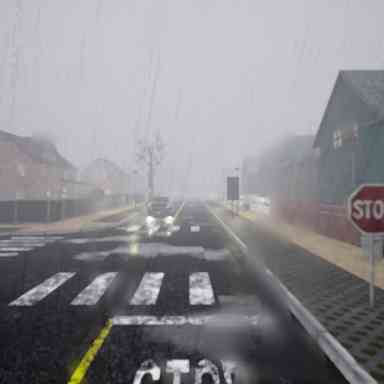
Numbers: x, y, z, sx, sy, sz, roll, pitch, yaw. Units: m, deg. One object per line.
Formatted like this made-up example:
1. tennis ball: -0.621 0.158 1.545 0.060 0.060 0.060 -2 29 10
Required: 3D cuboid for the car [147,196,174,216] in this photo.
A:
1. car: -2.753 1.132 29.938 2.097 1.767 4.553 0 0 0
